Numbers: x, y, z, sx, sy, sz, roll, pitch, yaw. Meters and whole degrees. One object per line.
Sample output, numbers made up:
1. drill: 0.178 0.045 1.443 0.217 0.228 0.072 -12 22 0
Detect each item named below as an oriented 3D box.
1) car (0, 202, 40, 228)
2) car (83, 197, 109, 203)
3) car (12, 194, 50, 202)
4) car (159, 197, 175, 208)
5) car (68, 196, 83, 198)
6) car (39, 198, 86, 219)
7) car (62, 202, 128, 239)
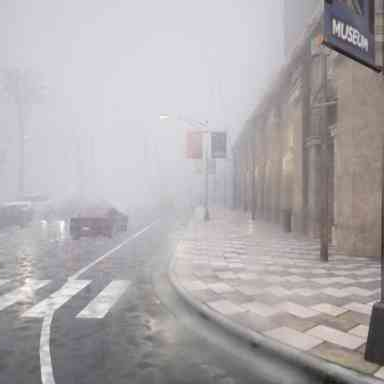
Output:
1. car: -11.679 1.547 20.089 2.033 1.411 5.357 0 0 2
2. car: -10.962 1.526 39.393 1.812 1.442 4.674 0 0 2
3. car: -14.836 1.221 30.384 2.150 2.045 5.566 0 0 2
4. car: -3.529 1.505 48.093 1.882 1.535 5.008 0 0 2
5. car: -14.413 1.352 40.700 2.097 1.767 4.553 0 0 2
6. car: -11.362 1.526 29.512 1.812 1.442 4.674 0 0 2
7. car: -4.657 1.503 17.319 1.882 1.535 5.008 0 0 2
